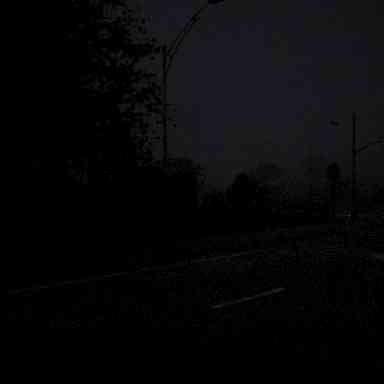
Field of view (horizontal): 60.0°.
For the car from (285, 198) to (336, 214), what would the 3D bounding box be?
[{"bbox_3d":[10.991,1.282,31.282,1.895,1.301,4.718,-1,1,-32],"label":"car"}]
